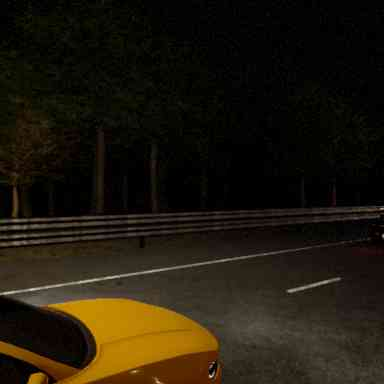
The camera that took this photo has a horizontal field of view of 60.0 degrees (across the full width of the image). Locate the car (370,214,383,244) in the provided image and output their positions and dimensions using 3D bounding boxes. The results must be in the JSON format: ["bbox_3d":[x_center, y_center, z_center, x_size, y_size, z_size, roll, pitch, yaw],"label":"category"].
[{"bbox_3d":[9.985,1.596,15.134,4.892,1.490,1.837,1,0,-35],"label":"car"}]

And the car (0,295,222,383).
[{"bbox_3d":[-2.007,1.476,2.317,5.008,1.535,1.882,0,0,-35],"label":"car"}]
